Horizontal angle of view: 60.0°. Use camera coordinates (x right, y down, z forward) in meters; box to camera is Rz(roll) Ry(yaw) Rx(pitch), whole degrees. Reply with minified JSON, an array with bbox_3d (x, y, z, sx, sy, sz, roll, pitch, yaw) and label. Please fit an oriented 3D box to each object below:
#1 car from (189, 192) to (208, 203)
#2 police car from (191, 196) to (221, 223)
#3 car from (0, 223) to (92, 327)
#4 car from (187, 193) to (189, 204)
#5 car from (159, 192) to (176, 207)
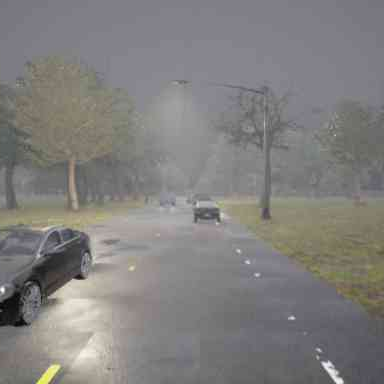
[{"bbox_3d":[1.054,1.111,41.113,2.150,2.045,5.566,0,0,0],"label":"car"},{"bbox_3d":[1.052,1.355,25.191,1.930,1.638,5.238,0,0,0],"label":"police car"},{"bbox_3d":[-3.598,1.472,7.069,2.128,1.511,4.902,0,0,0],"label":"car"},{"bbox_3d":[0.006,1.409,60.695,1.994,1.385,4.181,0,0,0],"label":"car"},{"bbox_3d":[-3.572,1.089,49.470,2.150,2.045,5.566,0,0,0],"label":"car"}]
